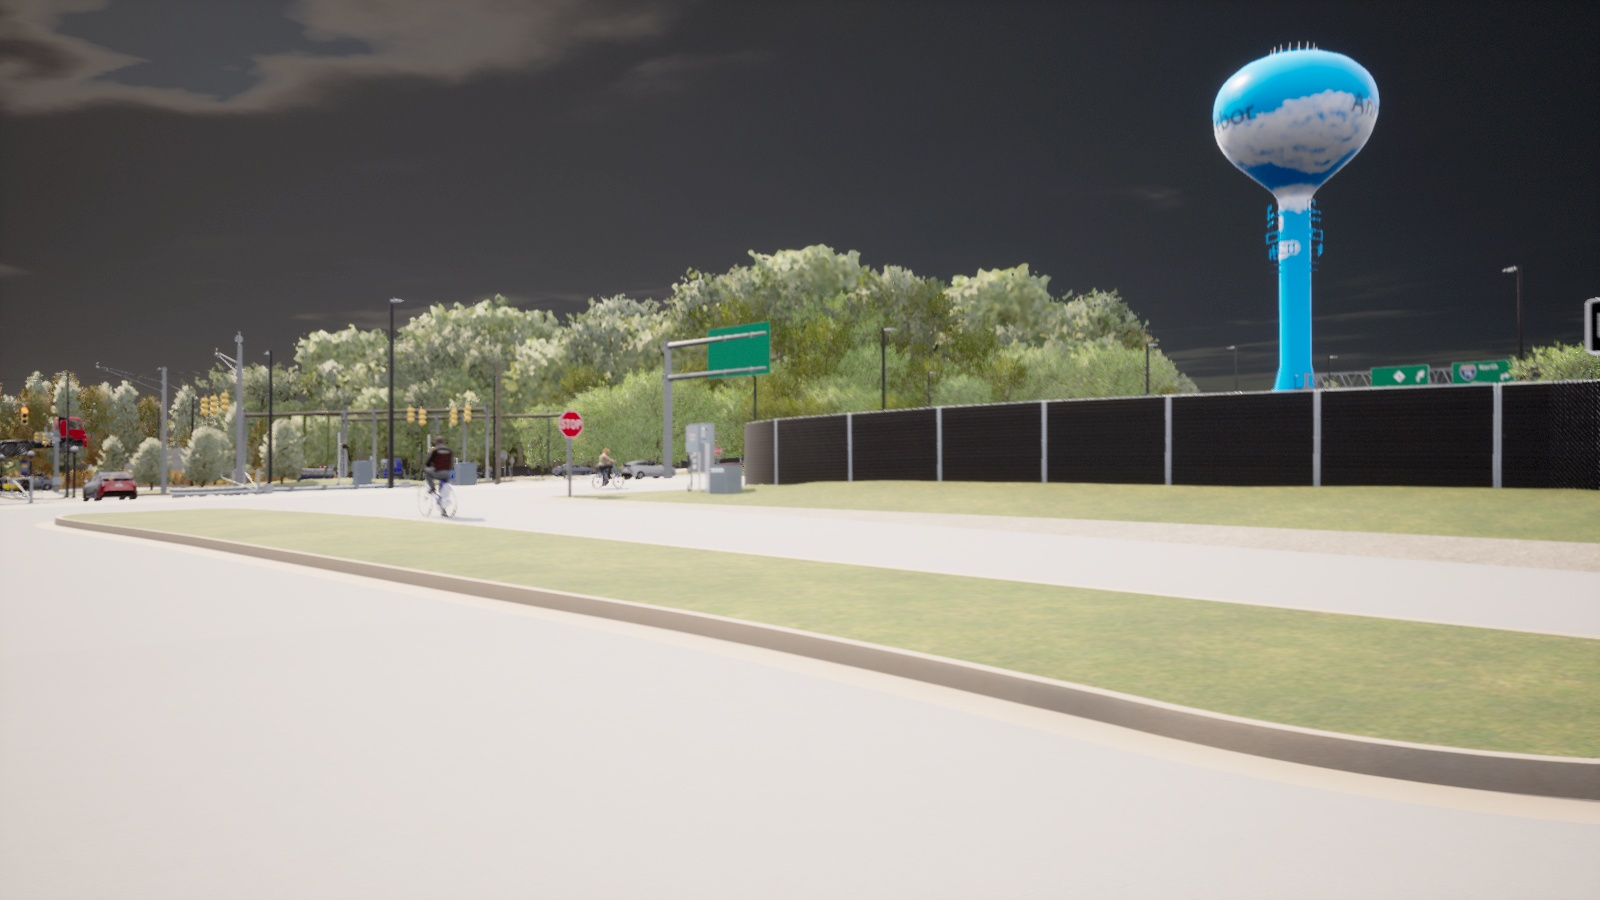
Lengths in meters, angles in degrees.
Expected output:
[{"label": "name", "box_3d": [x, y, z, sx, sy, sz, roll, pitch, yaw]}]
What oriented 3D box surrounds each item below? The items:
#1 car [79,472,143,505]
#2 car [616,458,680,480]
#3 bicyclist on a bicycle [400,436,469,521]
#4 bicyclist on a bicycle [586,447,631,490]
[{"label": "car", "box_3d": [-34.262, 1.887, 62.360, 2.007, 1.525, 4.514, -1, 0, -39]}, {"label": "car", "box_3d": [-11.709, 1.468, 96.887, 4.514, 1.525, 2.007, -2, 0, -43]}, {"label": "bicyclist on a bicycle", "box_3d": [-7.892, 0.605, 27.072, 0.659, 1.776, 1.843, -1, 0, -42]}, {"label": "bicyclist on a bicycle", "box_3d": [-7.497, 0.720, 49.183, 1.509, 1.612, 0.866, -1, 0, -42]}]
